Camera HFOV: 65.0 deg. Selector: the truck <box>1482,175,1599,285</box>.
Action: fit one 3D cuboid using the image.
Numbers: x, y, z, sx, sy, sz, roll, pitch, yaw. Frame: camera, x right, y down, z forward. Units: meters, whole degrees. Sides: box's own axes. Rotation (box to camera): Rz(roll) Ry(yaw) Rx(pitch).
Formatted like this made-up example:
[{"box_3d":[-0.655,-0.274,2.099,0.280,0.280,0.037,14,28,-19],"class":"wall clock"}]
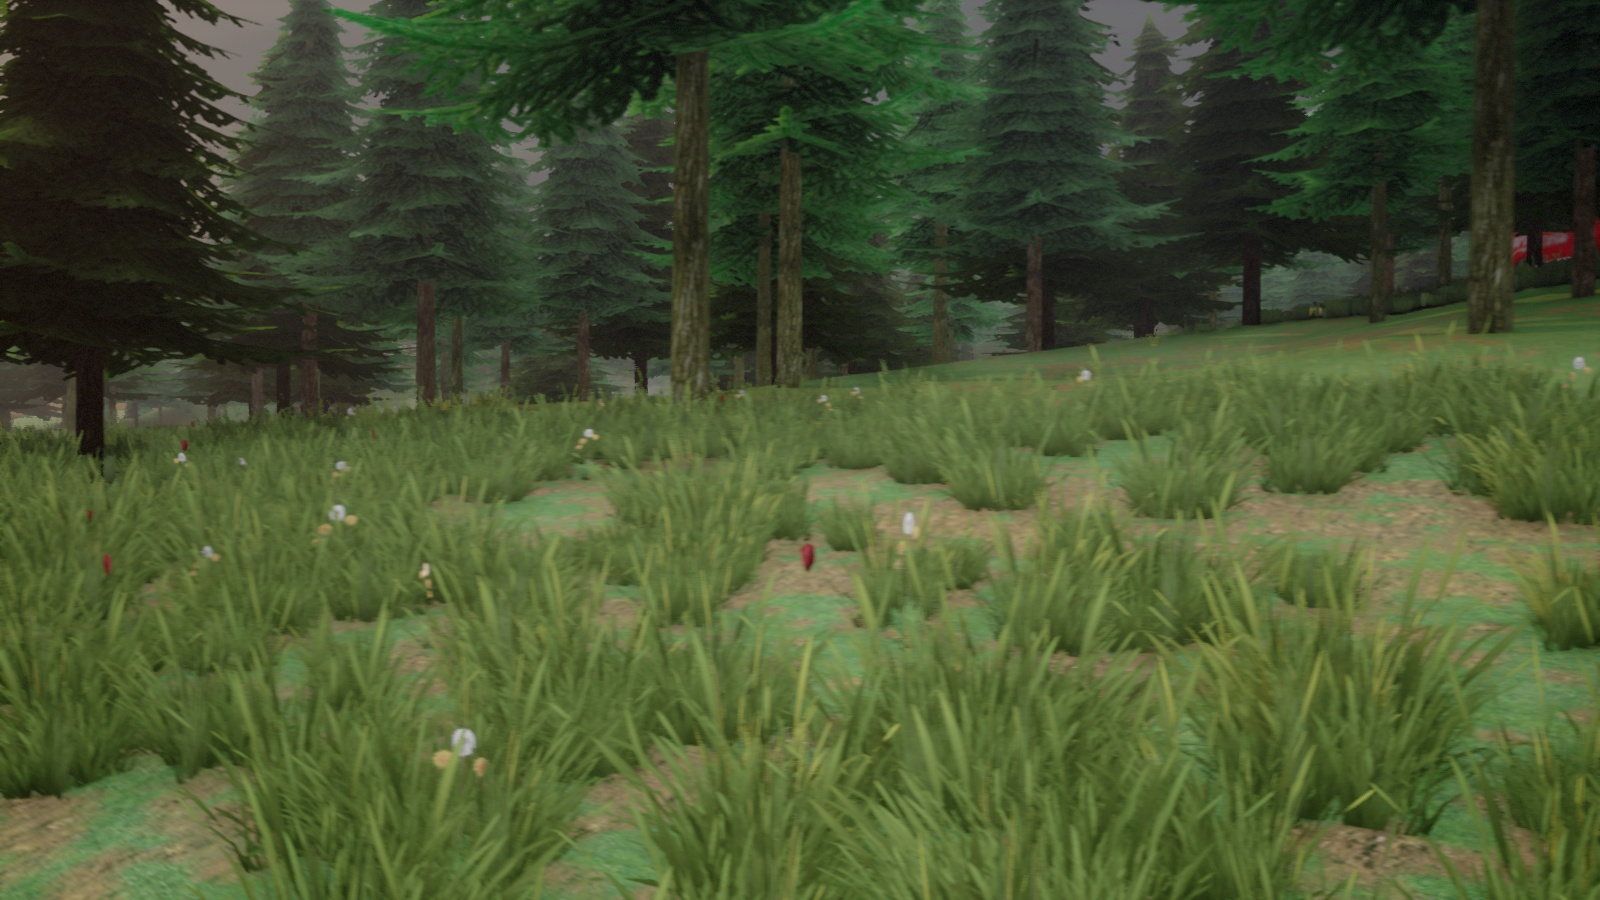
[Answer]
[{"box_3d":[24.765,-6.968,39.422,2.627,2.467,5.204,-1,-4,-25],"class":"truck"}]
